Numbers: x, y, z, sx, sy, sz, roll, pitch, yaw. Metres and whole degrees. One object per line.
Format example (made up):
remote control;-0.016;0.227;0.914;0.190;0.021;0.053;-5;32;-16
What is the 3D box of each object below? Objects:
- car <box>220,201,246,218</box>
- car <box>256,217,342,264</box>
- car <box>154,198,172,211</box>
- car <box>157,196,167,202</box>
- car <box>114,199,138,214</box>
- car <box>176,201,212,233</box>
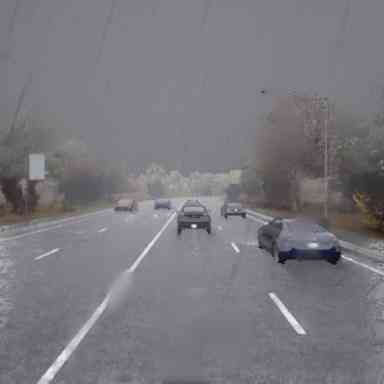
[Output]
car;3.604;1.539;29.609;2.033;1.411;5.357;0;0;0
car;3.601;1.560;11.901;1.994;1.385;4.181;0;0;0
car;-3.578;1.467;41.609;1.882;1.535;5.008;0;0;0
car;-6.921;1.555;77.735;1.895;1.301;4.718;0;0;1
car;-7.085;1.468;36.084;1.882;1.535;5.008;0;0;0
car;0.105;1.500;19.556;1.837;1.490;4.892;0;0;0
